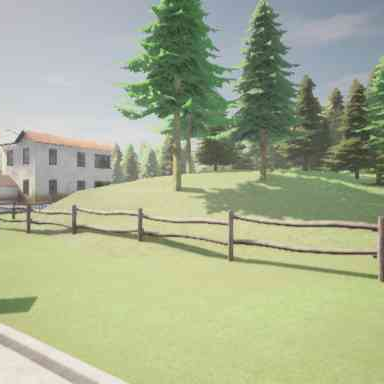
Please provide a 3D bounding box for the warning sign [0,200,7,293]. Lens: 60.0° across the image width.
[{"bbox_3d":[-4.607,1.099,6.602,1.060,1.860,1.300,0,0,35],"label":"warning sign"}]
